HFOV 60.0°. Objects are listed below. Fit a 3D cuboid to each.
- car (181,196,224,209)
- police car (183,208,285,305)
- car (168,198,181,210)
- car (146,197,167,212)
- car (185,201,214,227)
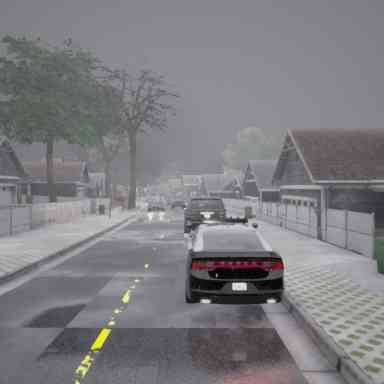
[{"bbox_3d":[0.641,1.250,18.288,2.150,2.045,5.566,0,0,-2],"label":"car"},{"bbox_3d":[0.807,1.430,8.315,1.930,1.638,5.238,0,0,0],"label":"police car"},{"bbox_3d":[-2.003,1.663,46.832,1.837,1.490,4.892,0,0,-5],"label":"car"},{"bbox_3d":[-4.221,1.673,39.262,1.994,1.385,4.181,0,0,-5],"label":"car"},{"bbox_3d":[0.417,1.494,24.476,1.801,1.575,5.366,0,0,-2],"label":"car"}]
